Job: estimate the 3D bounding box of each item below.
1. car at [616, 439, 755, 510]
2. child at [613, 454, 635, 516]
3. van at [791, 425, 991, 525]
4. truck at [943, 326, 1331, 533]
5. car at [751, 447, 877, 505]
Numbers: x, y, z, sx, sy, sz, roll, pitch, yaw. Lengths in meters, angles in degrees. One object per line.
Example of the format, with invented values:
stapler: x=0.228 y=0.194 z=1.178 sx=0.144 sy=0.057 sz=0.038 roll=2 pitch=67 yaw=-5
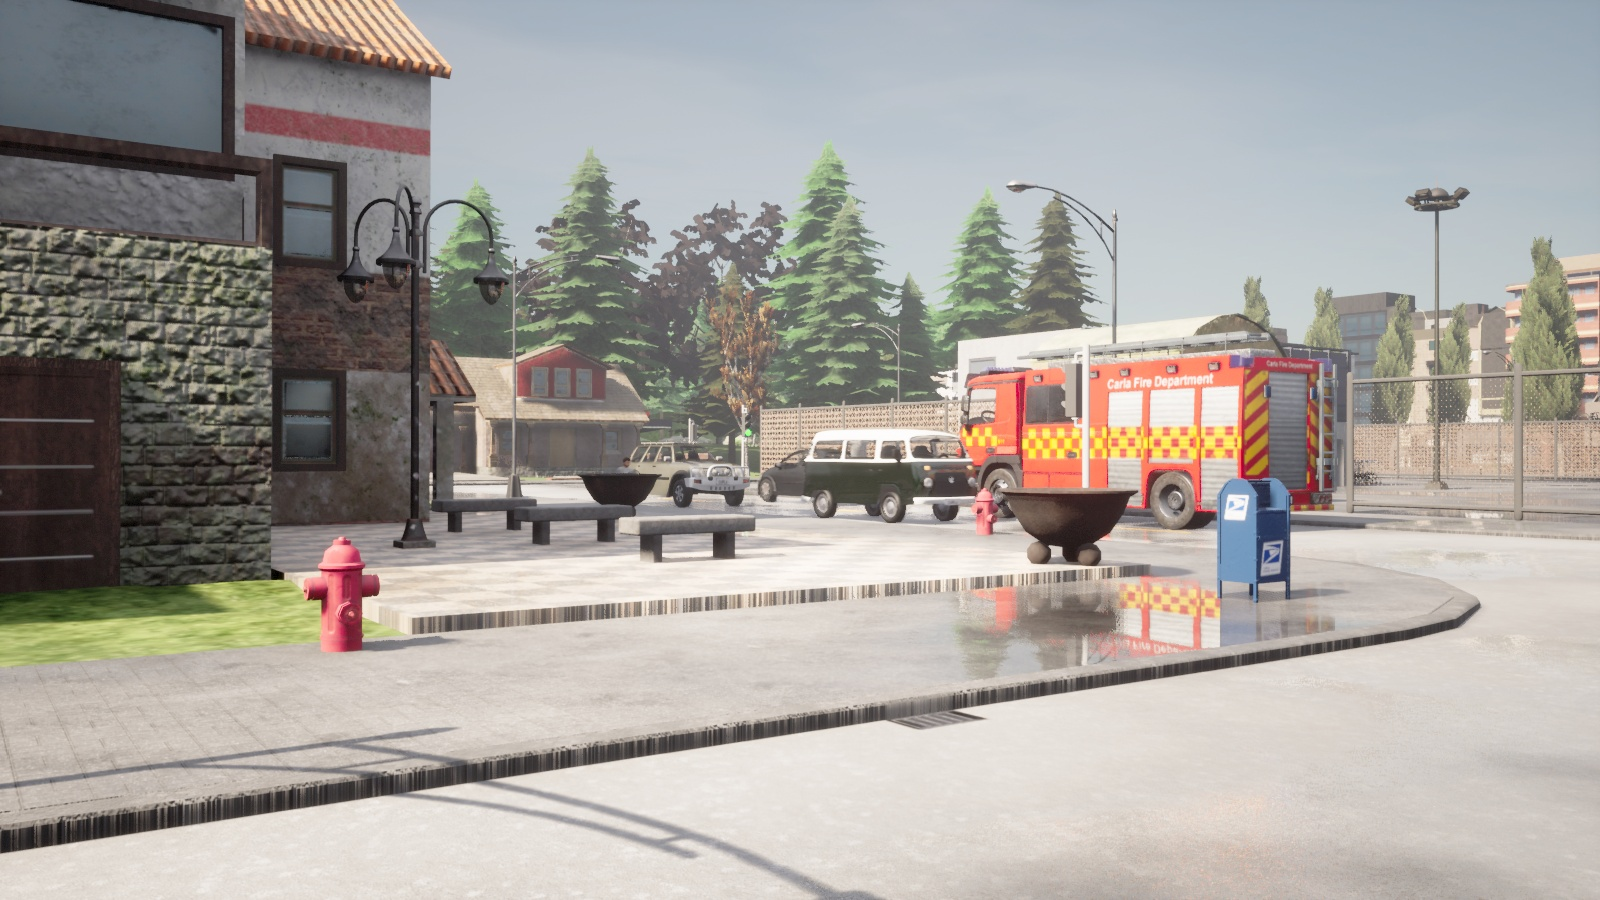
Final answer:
car: x=-3.326 y=0.656 z=35.614 sx=1.932 sy=1.855 sz=4.605 roll=0 pitch=0 yaw=-35
child: x=-3.661 y=0.717 z=26.074 sx=0.270 sy=1.263 sz=0.437 roll=0 pitch=0 yaw=-38
van: x=1.916 y=0.536 z=27.952 sx=2.069 sy=2.038 sz=4.480 roll=0 pitch=-1 yaw=-35
truck: x=6.963 y=-0.367 z=27.552 sx=2.891 sy=3.827 sz=8.468 roll=0 pitch=0 yaw=-33
car: x=0.351 y=0.734 z=37.250 sx=1.851 sy=1.617 sz=3.988 roll=0 pitch=0 yaw=-33
